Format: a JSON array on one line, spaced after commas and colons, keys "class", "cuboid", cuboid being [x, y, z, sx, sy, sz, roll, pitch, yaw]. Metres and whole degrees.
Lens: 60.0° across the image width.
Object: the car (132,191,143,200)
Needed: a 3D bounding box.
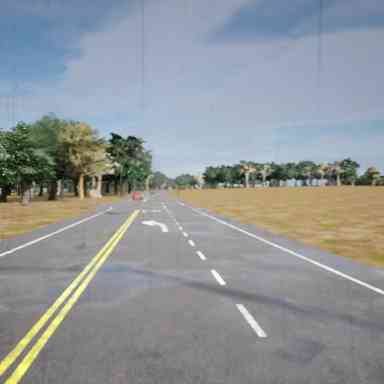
[{"class": "car", "cuboid": [-12.454, 0.842, 75.920, 2.150, 2.045, 5.566, 0, 1, -7]}]
